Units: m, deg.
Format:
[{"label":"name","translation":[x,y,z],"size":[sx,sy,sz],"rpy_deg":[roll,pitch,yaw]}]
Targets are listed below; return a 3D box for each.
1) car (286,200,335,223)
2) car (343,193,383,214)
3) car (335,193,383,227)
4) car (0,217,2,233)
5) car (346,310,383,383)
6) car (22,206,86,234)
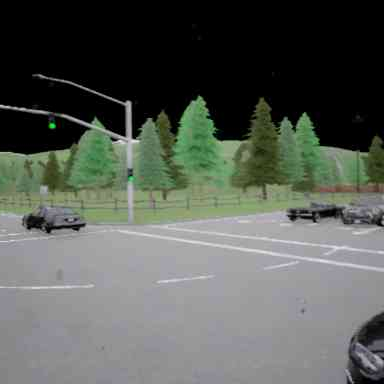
[{"label":"car","translation":[8.172,1.233,21.997],"size":[4.718,1.301,1.895],"rpy_deg":[-2,1,-43]},{"label":"car","translation":[15.002,0.938,28.327],"size":[4.902,1.511,2.128],"rpy_deg":[-2,1,-43]},{"label":"car","translation":[10.518,0.966,19.401],"size":[4.553,1.767,2.097],"rpy_deg":[-2,1,-43]},{"label":"car","translation":[-11.852,1.515,17.952],"size":[1.882,1.535,5.008],"rpy_deg":[-2,1,-44]},{"label":"car","translation":[3.475,1.404,1.819],"size":[2.128,1.511,4.902],"rpy_deg":[-2,1,-44]},{"label":"car","translation":[-7.961,1.504,18.939],"size":[2.033,1.411,5.357],"rpy_deg":[-2,1,-44]}]
